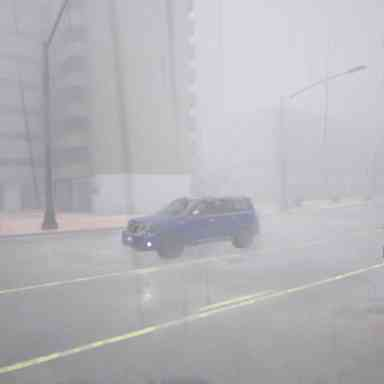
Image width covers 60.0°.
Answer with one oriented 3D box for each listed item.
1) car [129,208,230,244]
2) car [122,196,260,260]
[{"bbox_3d":[-0.543,1.549,16.504,4.718,1.301,1.895,-1,0,-35],"label":"car"},{"bbox_3d":[0.171,1.185,12.714,5.566,2.045,2.150,-1,0,-36],"label":"car"}]
